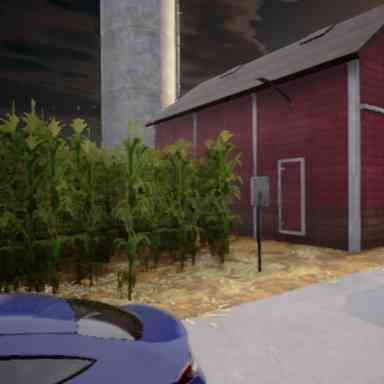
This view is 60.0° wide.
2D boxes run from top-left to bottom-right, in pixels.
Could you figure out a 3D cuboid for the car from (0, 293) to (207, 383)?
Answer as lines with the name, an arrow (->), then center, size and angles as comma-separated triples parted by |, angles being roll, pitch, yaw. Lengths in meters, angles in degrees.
car -> -2.030, 1.525, 2.039 | 4.674, 1.442, 1.812 | 0, 0, -36
